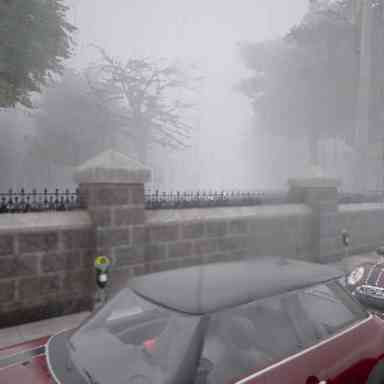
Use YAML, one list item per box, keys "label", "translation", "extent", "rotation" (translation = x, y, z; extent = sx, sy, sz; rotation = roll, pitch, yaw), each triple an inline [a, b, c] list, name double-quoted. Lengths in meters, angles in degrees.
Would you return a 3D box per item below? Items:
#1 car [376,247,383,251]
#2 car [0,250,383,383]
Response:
- label: "car"
  translation: [4.557, 1.442, 6.062]
  extent: [4.097, 1.590, 1.967]
  rotation: [0, 0, -35]
- label: "car"
  translation: [-0.075, 1.440, 2.761]
  extent: [4.097, 1.590, 1.967]
  rotation: [0, 0, -35]
